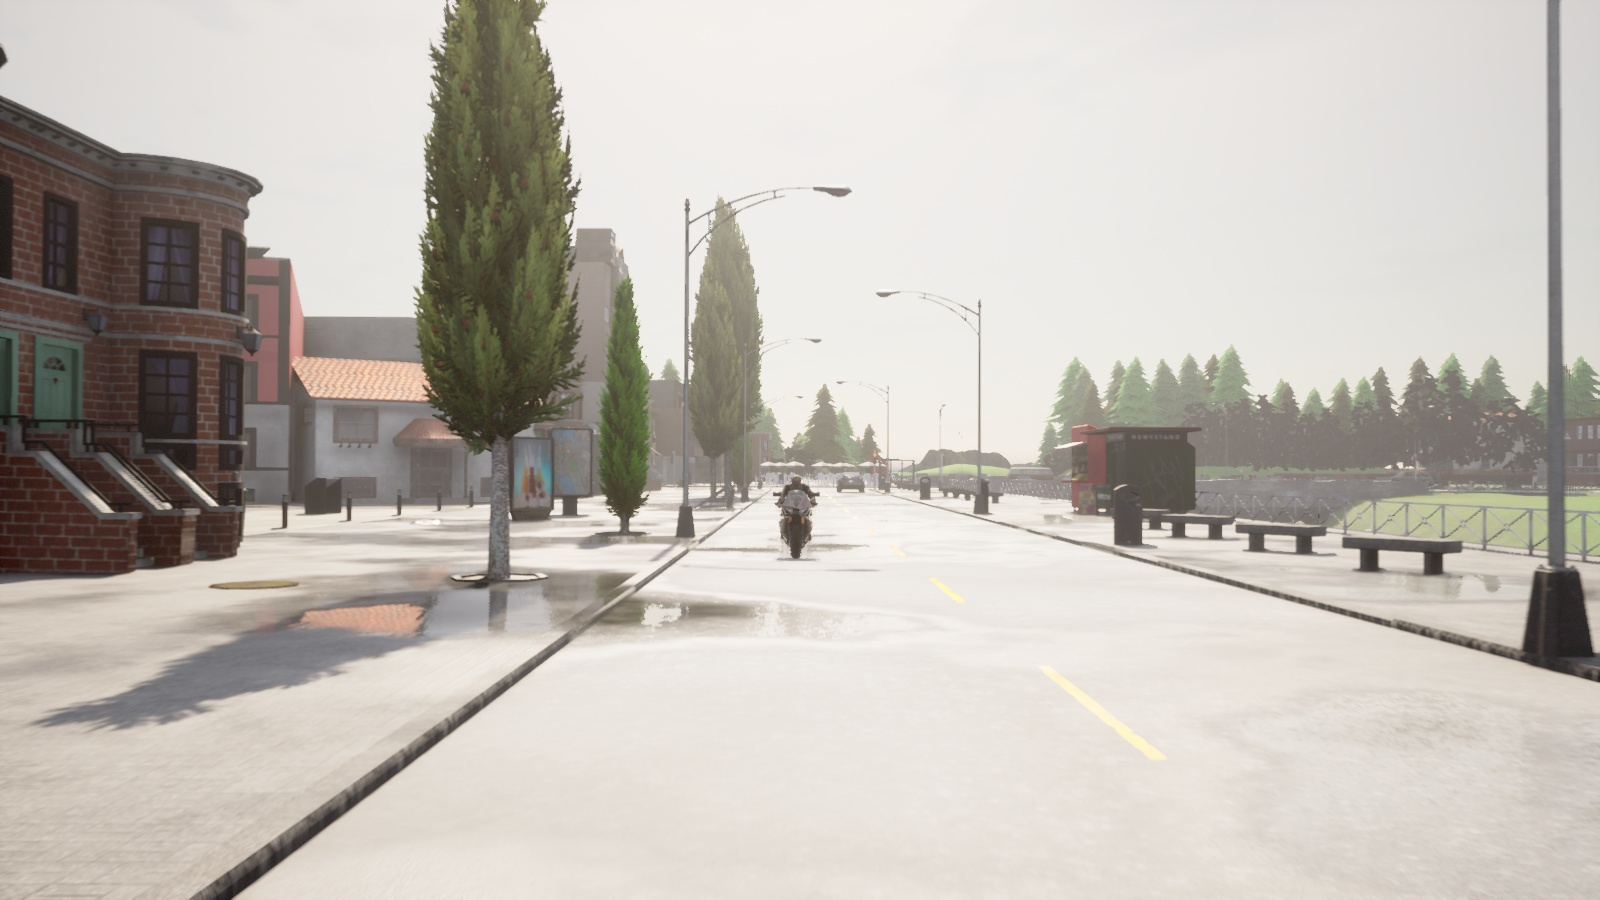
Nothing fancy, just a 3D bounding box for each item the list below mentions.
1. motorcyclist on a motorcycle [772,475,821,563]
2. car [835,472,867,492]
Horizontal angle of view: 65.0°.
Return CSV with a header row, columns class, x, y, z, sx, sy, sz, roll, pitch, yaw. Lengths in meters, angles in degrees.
class,x,y,z,sx,sy,sz,roll,pitch,yaw
motorcyclist on a motorcycle,-0.060,1.240,23.299,0.866,1.530,2.191,0,-1,0
car,3.757,2.366,93.548,2.163,1.488,4.792,0,-1,0
